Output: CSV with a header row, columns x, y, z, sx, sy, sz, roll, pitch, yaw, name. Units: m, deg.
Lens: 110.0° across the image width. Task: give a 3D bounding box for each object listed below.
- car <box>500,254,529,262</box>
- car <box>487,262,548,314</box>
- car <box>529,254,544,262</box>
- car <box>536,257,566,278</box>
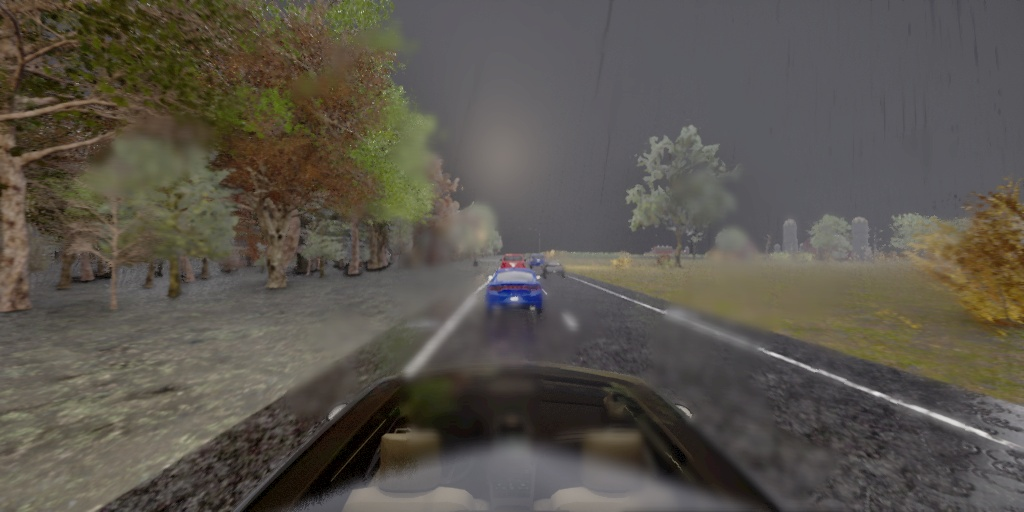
x,y,z,sx,sy,sz,roll,pitch,yaw,name
0.111,0.852,32.205,2.150,2.045,5.566,0,0,0,car
0.104,1.182,13.602,1.882,1.535,5.008,0,0,0,car
3.608,0.767,51.648,2.150,2.045,5.566,0,0,0,car
3.556,1.123,31.396,2.128,1.511,4.902,0,0,1,car
